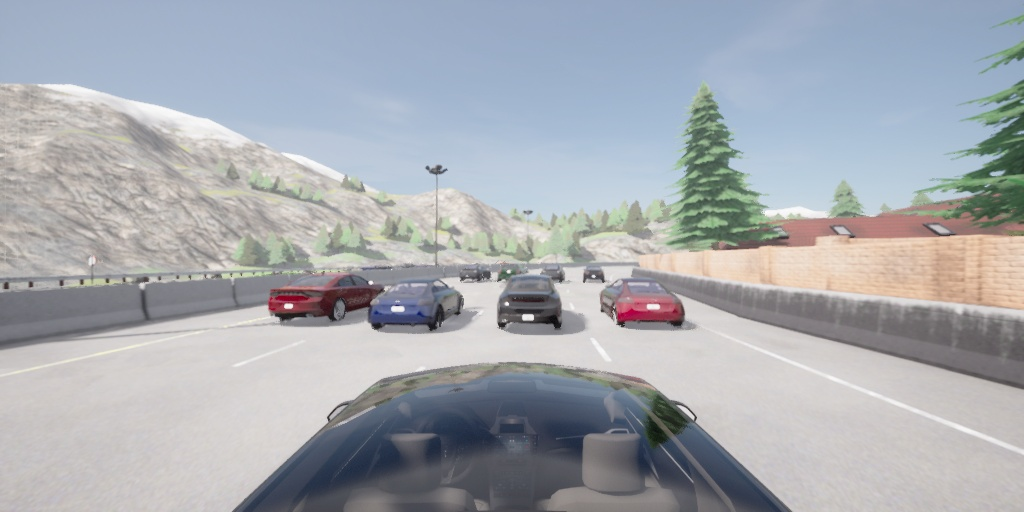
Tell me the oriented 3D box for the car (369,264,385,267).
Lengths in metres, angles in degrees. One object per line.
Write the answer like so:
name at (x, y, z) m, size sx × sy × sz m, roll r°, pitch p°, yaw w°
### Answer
car at (-19.967, 1.814, 52.428) m, size 1.895 × 1.301 × 4.718 m, roll 0°, pitch -1°, yaw 18°

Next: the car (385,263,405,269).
car at (-15.994, 1.718, 53.273) m, size 2.128 × 1.511 × 4.902 m, roll 0°, pitch -1°, yaw 18°

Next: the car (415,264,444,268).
car at (-10.419, 1.780, 47.799) m, size 1.895 × 1.301 × 4.718 m, roll 0°, pitch -1°, yaw 17°

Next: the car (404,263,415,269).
car at (-12.957, 1.774, 51.288) m, size 1.994 × 1.385 × 4.181 m, roll 0°, pitch -1°, yaw 18°

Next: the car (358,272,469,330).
car at (-2.905, 1.406, 11.626) m, size 1.994 × 1.385 × 4.181 m, roll 0°, pitch 0°, yaw 5°

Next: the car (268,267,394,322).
car at (-6.303, 1.328, 12.925) m, size 1.882 × 1.535 × 5.008 m, roll 0°, pitch 0°, yaw 5°

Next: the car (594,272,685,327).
car at (4.162, 1.418, 12.098) m, size 1.994 × 1.385 × 4.181 m, roll 0°, pitch 0°, yaw 5°

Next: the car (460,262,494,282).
car at (-3.271, 1.535, 32.839) m, size 2.128 × 1.511 × 4.902 m, roll 0°, pitch -1°, yaw 12°

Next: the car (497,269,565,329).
car at (0.614, 1.353, 11.750) m, size 1.837 × 1.490 × 4.892 m, roll 0°, pitch 0°, yaw 5°

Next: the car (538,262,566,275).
car at (3.724, 1.535, 32.060) m, size 2.128 × 1.511 × 4.902 m, roll 0°, pitch -1°, yaw 13°

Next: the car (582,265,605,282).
car at (7.443, 1.579, 32.648) m, size 1.812 × 1.442 × 4.674 m, roll 0°, pitch -1°, yaw 13°

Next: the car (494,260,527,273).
car at (0.177, 1.393, 32.208) m, size 2.097 × 1.767 × 4.553 m, roll 0°, pitch -1°, yaw 12°
